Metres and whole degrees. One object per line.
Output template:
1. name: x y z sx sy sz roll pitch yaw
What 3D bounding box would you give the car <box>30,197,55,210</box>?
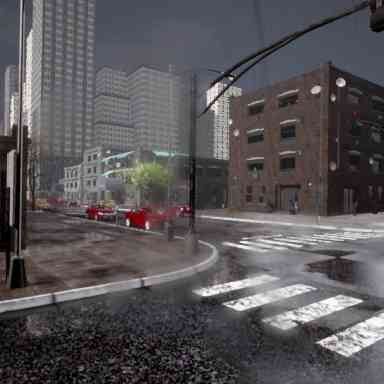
1. car: -22.072 1.891 49.009 1.752 1.417 4.829 1 -1 -35

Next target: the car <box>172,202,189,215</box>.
1. car: -1.485 1.761 34.527 1.967 1.590 4.097 1 -1 -35

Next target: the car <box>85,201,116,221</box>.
1. car: -7.934 1.729 28.673 1.802 1.307 4.206 1 -1 -35

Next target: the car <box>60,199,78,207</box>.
1. car: -24.590 2.114 67.334 1.967 1.590 4.097 1 -1 -35

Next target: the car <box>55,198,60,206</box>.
1. car: -27.761 2.306 71.867 1.802 1.307 4.206 1 -1 -35

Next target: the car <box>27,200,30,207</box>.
1. car: -28.468 2.012 58.247 1.887 1.381 4.507 1 -1 -35

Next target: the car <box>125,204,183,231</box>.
1. car: -2.774 1.615 21.298 1.887 1.381 4.507 1 -1 -35

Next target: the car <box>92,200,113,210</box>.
1. car: -14.175 2.038 52.563 1.752 1.417 4.829 1 -1 -35

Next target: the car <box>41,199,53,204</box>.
1. car: -37.373 2.402 85.609 1.752 1.417 4.829 1 -1 -35
